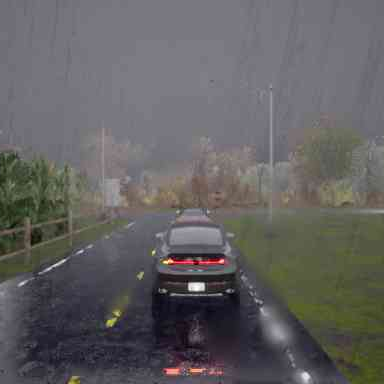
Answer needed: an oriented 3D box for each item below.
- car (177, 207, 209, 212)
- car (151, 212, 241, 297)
[{"bbox_3d":[0.065,1.532,18.689,1.994,1.385,4.181,0,0,-1],"label":"car"},{"bbox_3d":[0.081,1.490,8.523,1.837,1.490,4.892,0,0,0],"label":"car"}]
